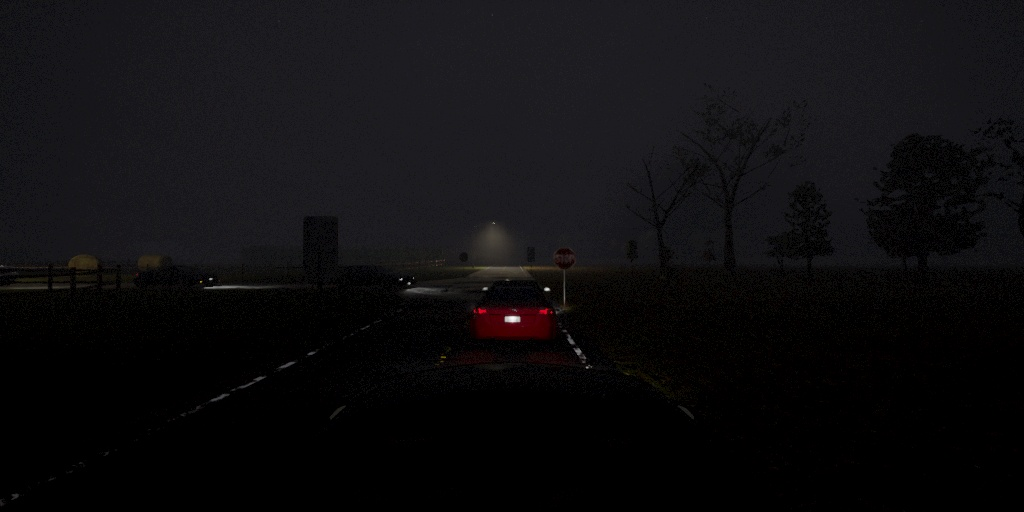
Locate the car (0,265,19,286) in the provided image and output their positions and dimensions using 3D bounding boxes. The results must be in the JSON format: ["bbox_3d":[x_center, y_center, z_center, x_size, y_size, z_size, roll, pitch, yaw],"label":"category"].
[{"bbox_3d":[-34.549,0.918,22.234,5.566,2.045,2.150,0,-1,-3],"label":"car"}]

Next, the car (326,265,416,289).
[{"bbox_3d":[-8.678,1.259,22.017,5.357,1.411,2.033,0,-1,15],"label":"car"}]

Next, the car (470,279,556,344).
[{"bbox_3d":[0.099,1.316,9.638,1.994,1.385,4.181,0,0,3],"label":"car"}]

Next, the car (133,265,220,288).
[{"bbox_3d":[-21.118,1.278,22.716,4.181,1.385,1.994,0,-1,-1],"label":"car"}]
